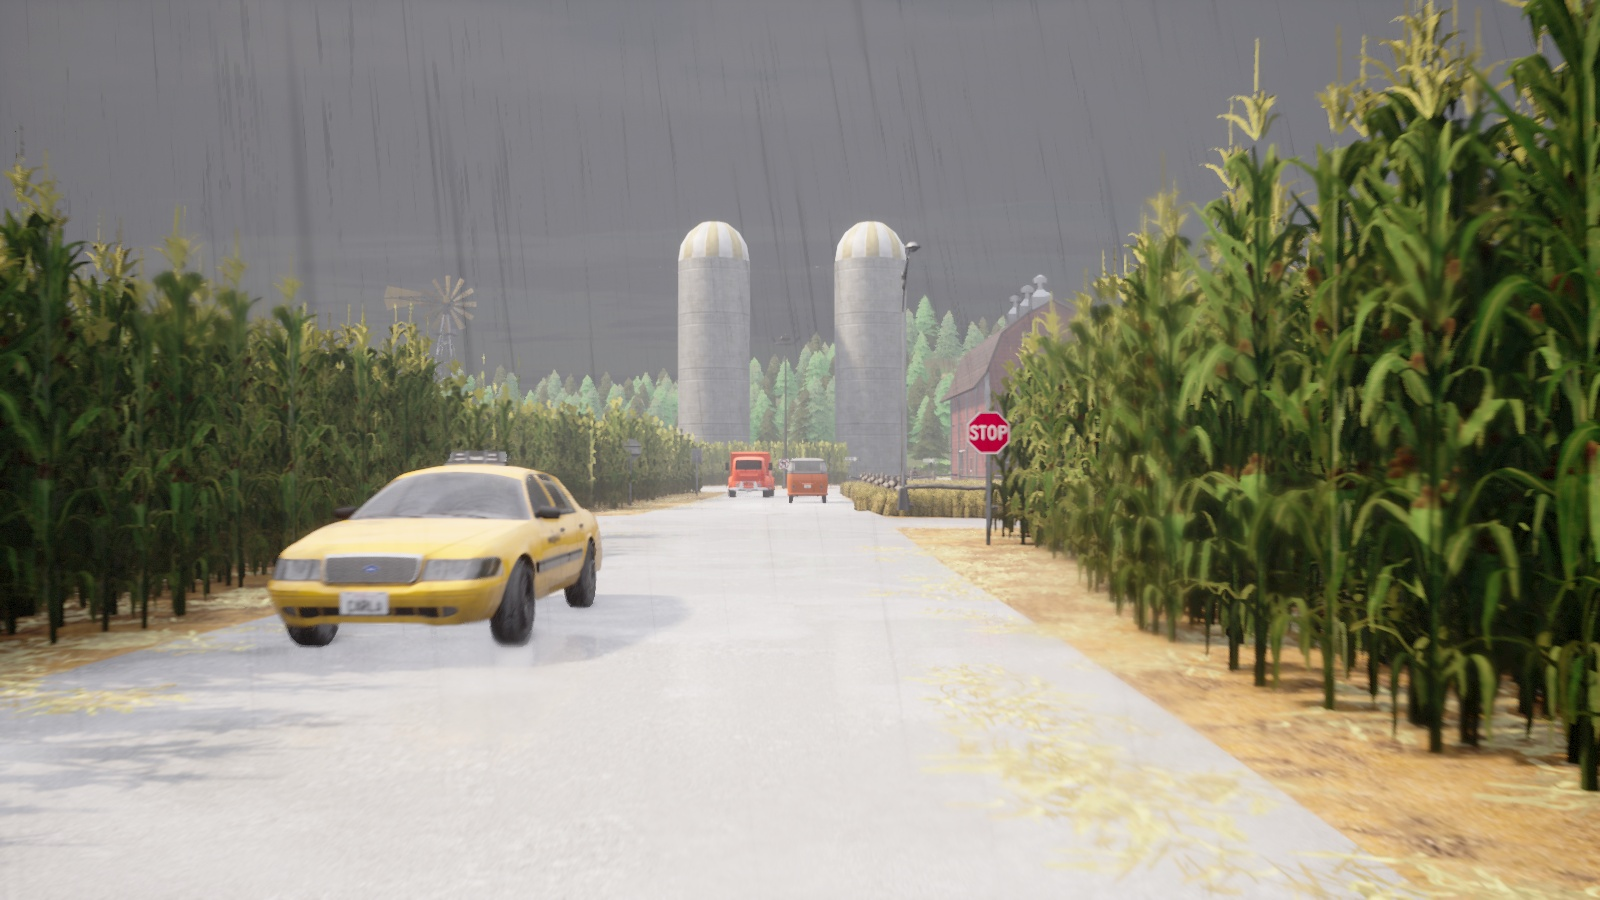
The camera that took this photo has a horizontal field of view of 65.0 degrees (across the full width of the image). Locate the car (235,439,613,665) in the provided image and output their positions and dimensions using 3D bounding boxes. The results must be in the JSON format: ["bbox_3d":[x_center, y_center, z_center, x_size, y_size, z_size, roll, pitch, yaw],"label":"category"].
[{"bbox_3d":[-3.020,0.766,11.448,1.801,1.575,5.366,0,-1,0],"label":"car"}]

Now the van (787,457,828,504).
[{"bbox_3d":[0.332,1.340,55.892,1.775,1.987,4.442,0,-1,0],"label":"van"}]

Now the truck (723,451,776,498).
[{"bbox_3d":[-2.699,1.326,68.130,2.627,2.467,5.204,0,-1,0],"label":"truck"}]
